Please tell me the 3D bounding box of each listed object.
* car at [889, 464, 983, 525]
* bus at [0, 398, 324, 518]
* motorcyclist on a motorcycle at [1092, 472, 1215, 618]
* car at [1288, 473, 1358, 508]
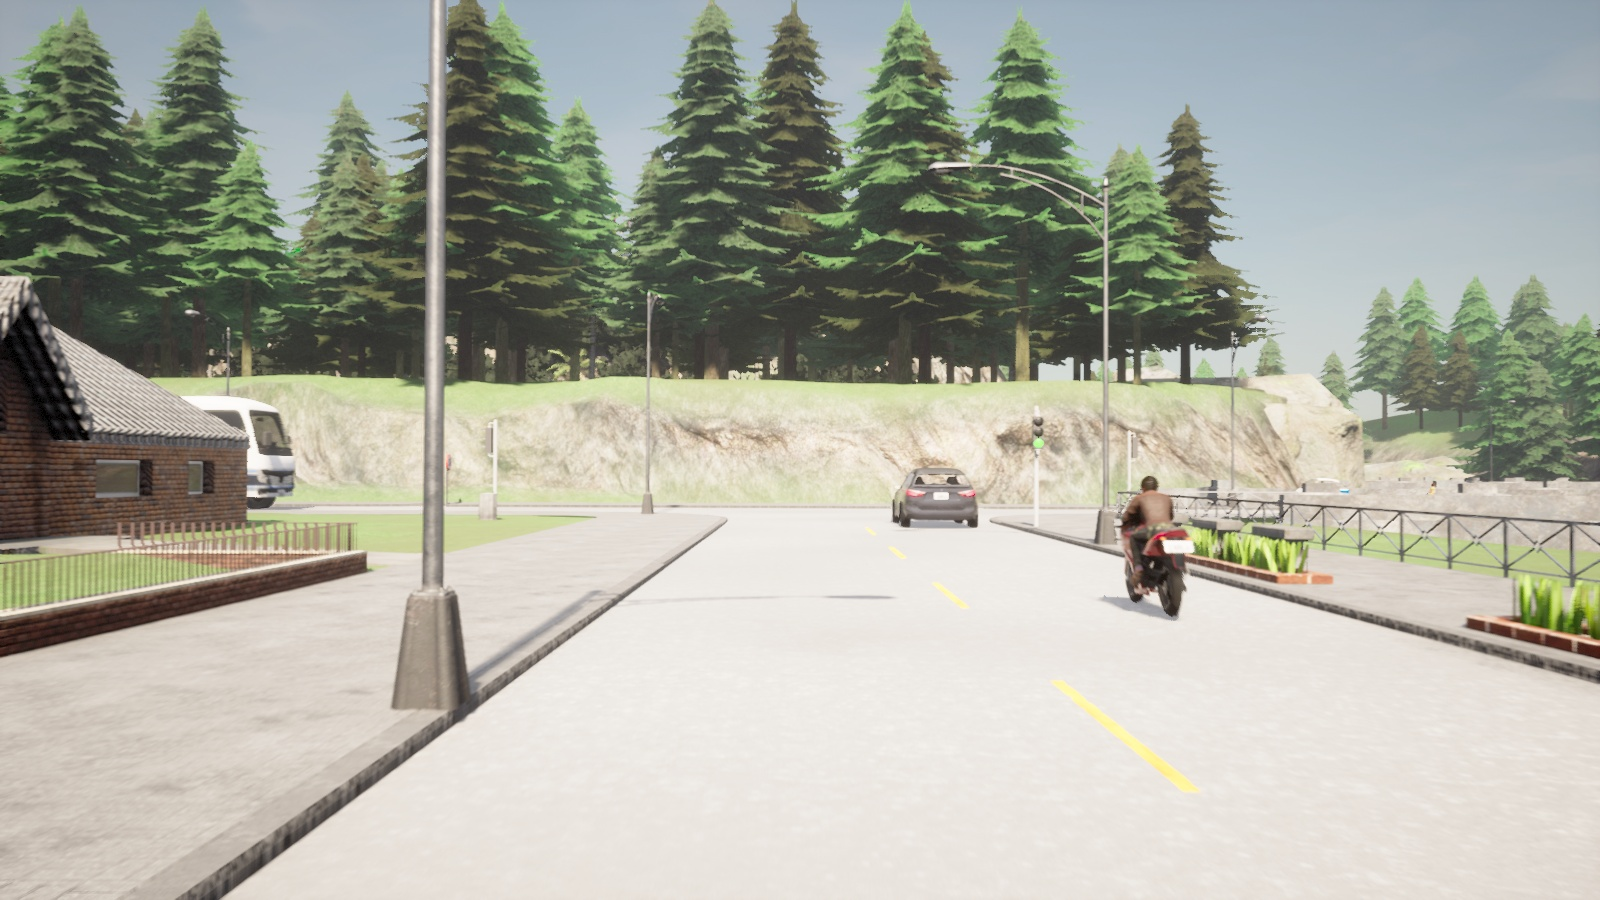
[{"bbox_3d":[3.913,1.262,36.935,2.242,1.667,4.611,0,-1,0],"label":"car"},{"bbox_3d":[-23.620,0.316,46.810,10.273,4.253,3.944,0,-1,0],"label":"bus"},{"bbox_3d":[3.967,1.020,14.264,0.797,1.523,2.044,0,-1,0],"label":"motorcyclist on a motorcycle"},{"bbox_3d":[21.156,1.637,50.887,2.207,1.376,1.481,0,-1,0],"label":"car"}]
